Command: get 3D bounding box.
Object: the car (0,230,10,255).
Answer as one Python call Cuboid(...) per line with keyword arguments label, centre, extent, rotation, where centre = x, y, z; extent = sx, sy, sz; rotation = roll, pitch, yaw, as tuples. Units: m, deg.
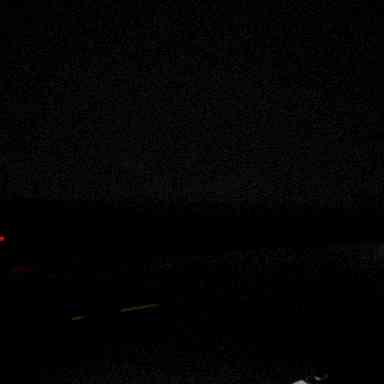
Cuboid(label="car", centre=(-8.164, 1.322, 10.405), extent=(5.357, 1.411, 2.033), rotation=(3, 0, 25))
